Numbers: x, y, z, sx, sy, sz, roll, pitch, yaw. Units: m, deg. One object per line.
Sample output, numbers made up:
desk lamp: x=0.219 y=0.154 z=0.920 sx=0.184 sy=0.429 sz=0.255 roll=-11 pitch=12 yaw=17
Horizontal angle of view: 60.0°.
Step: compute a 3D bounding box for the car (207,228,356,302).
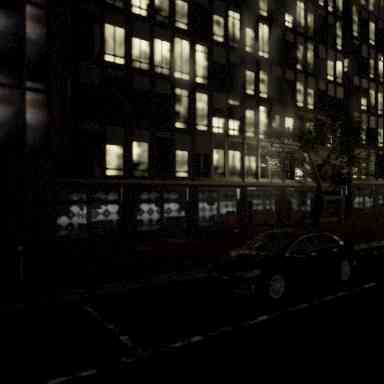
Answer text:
car: x=2.361 y=1.603 z=8.264 sx=4.403 sy=1.369 sz=2.008 roll=1 pitch=-1 yaw=-36
